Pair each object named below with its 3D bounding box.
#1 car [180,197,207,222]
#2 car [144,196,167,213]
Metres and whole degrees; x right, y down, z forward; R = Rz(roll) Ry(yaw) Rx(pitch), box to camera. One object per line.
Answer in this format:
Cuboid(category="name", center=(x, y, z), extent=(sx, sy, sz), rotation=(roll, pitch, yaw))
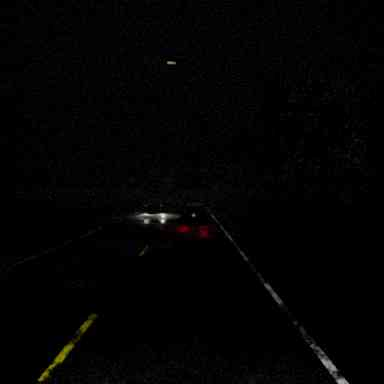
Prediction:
Cuboid(category="car", center=(0.102, 1.318, 24.125), extent=(1.812, 1.442, 4.674), rotation=(0, 1, 0))
Cuboid(category="car", center=(-3.559, 1.191, 33.104), extent=(1.882, 1.535, 5.008), rotation=(0, 0, 0))
